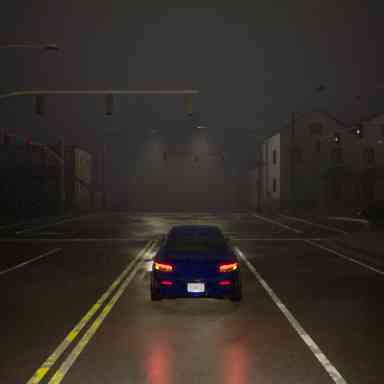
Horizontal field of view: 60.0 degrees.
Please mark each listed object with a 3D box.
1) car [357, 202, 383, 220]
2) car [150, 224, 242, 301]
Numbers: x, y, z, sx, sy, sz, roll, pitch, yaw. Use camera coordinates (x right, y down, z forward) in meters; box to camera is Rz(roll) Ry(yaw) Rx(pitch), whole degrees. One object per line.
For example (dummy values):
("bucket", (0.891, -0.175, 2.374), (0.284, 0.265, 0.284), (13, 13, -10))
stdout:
("car", (16.378, 1.526, 27.930), (4.674, 1.442, 1.812), (0, 0, -1))
("car", (0.089, 1.526, 8.184), (1.812, 1.442, 4.674), (0, 0, 0))
